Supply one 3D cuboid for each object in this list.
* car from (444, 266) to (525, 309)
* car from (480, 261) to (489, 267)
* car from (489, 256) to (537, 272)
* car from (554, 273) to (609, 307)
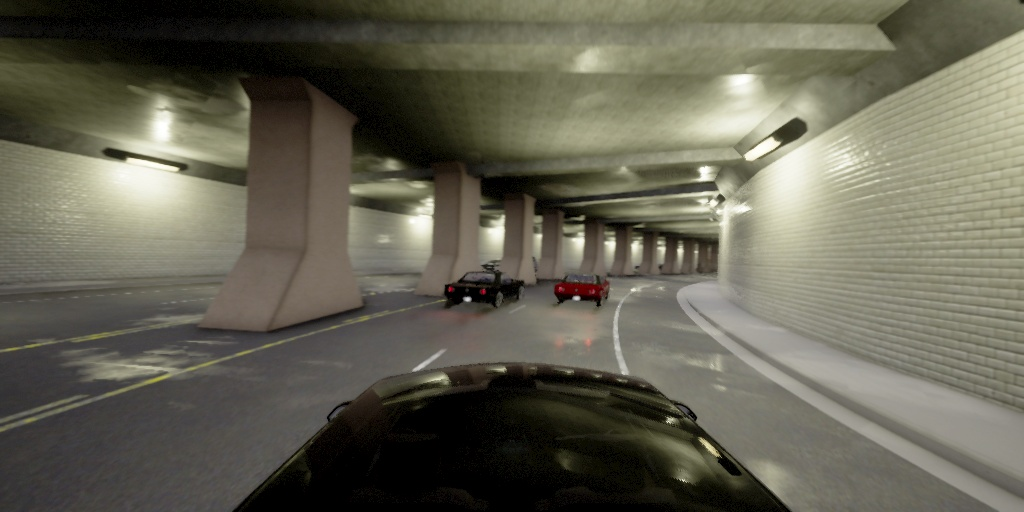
[{"bbox_3d":[-0.901,1.278,14.853,1.895,1.301,4.718,2,0,18],"label":"car"},{"bbox_3d":[-1.614,1.088,38.286,1.837,1.490,4.892,2,0,32],"label":"car"},{"bbox_3d":[0.500,0.894,35.138,2.150,2.045,5.566,2,0,31],"label":"car"},{"bbox_3d":[3.361,1.439,16.465,1.895,1.301,4.718,2,0,20],"label":"car"}]
